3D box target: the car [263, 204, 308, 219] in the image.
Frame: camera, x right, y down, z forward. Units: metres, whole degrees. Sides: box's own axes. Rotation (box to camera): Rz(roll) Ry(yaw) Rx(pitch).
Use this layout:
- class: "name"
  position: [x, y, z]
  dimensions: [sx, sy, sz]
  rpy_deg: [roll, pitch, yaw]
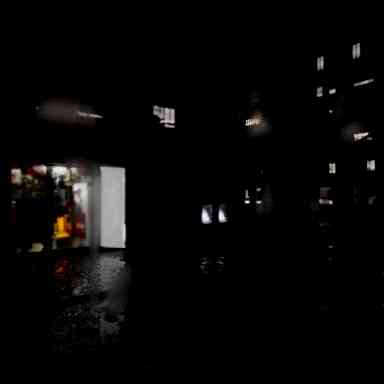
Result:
- class: "car"
  position: [9.487, 1.907, 33.916]
  dimensions: [1.802, 1.307, 4.206]
  rpy_deg: [-1, 0, -35]

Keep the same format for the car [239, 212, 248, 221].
- class: "car"
  position: [3.042, 1.735, 29.371]
  dimensions: [1.967, 1.590, 4.097]
  rpy_deg: [-1, 0, -35]

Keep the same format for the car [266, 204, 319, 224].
- class: "car"
  position: [7.971, 1.806, 26.651]
  dimensions: [1.994, 1.385, 4.181]
  rpy_deg: [0, -1, -35]
